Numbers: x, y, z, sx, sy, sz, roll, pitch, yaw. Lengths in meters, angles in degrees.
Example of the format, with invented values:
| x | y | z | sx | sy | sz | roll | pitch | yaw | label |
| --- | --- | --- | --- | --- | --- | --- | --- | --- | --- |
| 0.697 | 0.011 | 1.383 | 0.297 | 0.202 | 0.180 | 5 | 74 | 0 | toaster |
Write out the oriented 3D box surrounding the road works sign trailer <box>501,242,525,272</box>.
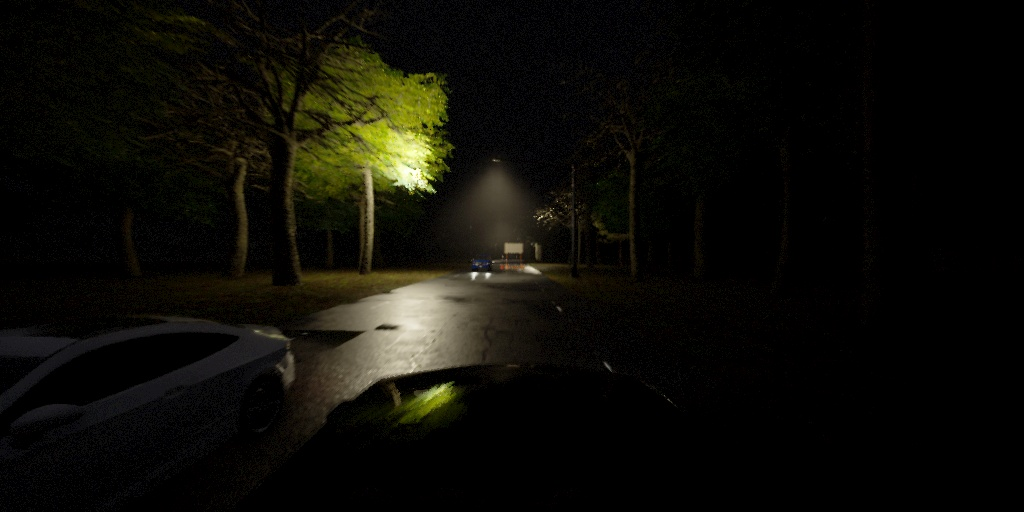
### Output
| x | y | z | sx | sy | sz | roll | pitch | yaw | label |
| --- | --- | --- | --- | --- | --- | --- | --- | --- | --- |
| 0.189 | 0.091 | 43.622 | 2.380 | 3.560 | 2.880 | 0 | 0 | -8 | road works sign trailer |

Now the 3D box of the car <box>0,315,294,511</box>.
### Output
| x | y | z | sx | sy | sz | roll | pitch | yaw | label |
| --- | --- | --- | --- | --- | --- | --- | --- | --- | --- |
| -3.600 | 1.273 | 2.637 | 1.812 | 1.442 | 4.674 | 0 | 0 | 0 | car |

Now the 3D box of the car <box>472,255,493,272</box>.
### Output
| x | y | z | sx | sy | sz | roll | pitch | yaw | label |
| --- | --- | --- | --- | --- | --- | --- | --- | --- | --- |
| -3.557 | 0.840 | 43.752 | 2.150 | 2.045 | 5.566 | 0 | 0 | 0 | car |
